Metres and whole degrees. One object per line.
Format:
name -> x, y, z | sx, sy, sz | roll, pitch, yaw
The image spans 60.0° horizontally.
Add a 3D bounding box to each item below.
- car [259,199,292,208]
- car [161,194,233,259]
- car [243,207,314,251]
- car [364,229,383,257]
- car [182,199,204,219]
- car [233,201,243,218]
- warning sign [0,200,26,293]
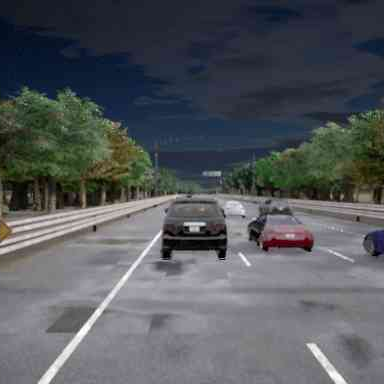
car -> 7.087, 1.358, 28.602 | 2.097, 1.767, 4.553 | 0, 0, 0
car -> 0.087, 1.223, 12.749 | 2.150, 2.045, 5.566 | 0, 0, 0
car -> 3.588, 1.566, 14.156 | 1.994, 1.385, 4.181 | 0, 0, 0
car -> 7.068, 1.528, 10.006 | 1.812, 1.442, 4.674 | 0, 0, 0
car -> 0.094, 1.484, 30.449 | 1.882, 1.535, 5.008 | 0, 0, 0
car -> 3.591, 1.532, 29.832 | 1.812, 1.442, 4.674 | 0, 0, 0
warning sign -> -4.547, 1.117, 7.284 | 1.300, 1.860, 1.060 | 0, 0, 0
